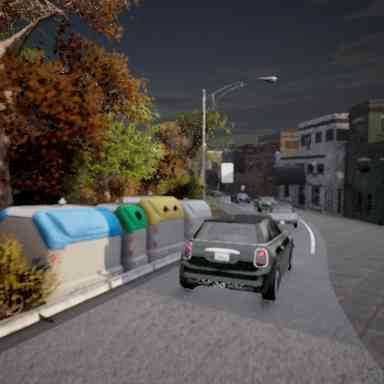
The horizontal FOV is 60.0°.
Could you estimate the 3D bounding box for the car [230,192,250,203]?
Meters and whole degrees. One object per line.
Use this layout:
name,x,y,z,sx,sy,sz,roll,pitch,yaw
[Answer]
car,7.227,0.844,50.413,2.097,1.767,4.553,-1,2,-7

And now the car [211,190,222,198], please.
car,4.245,0.272,64.815,2.033,1.411,5.357,-1,4,-14

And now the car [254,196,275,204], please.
car,7.976,1.214,36.227,2.097,1.767,4.553,0,1,4

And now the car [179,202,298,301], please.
car,1.413,1.342,8.728,2.097,1.767,4.553,1,0,22

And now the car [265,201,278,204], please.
car,6.015,1.559,22.360,1.895,1.301,4.718,1,1,14
